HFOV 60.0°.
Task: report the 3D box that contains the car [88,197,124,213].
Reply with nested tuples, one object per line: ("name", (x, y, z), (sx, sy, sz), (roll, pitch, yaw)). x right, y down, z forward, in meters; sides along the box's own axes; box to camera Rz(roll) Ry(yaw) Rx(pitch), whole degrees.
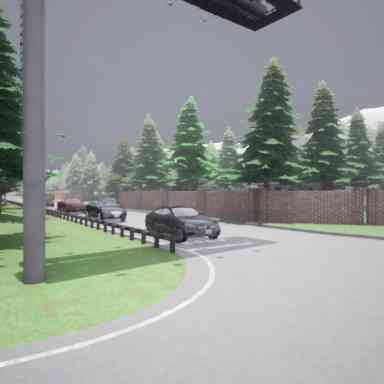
("car", (-9.111, 1.312, 34.991), (2.128, 1.511, 4.902), (0, 0, -33))

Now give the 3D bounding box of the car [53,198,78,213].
("car", (-11.745, 1.300, 32.274), (1.882, 1.535, 5.008), (0, 0, -33))

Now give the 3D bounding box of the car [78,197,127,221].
("car", (-6.321, 1.314, 24.043), (2.128, 1.511, 4.902), (0, 0, -33))

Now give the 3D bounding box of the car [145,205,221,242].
("car", (-0.610, 1.348, 15.389), (1.812, 1.442, 4.674), (0, 0, -33))

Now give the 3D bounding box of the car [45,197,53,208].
("car", (-19.873, 1.387, 44.729), (1.994, 1.385, 4.181), (0, 0, -33))
